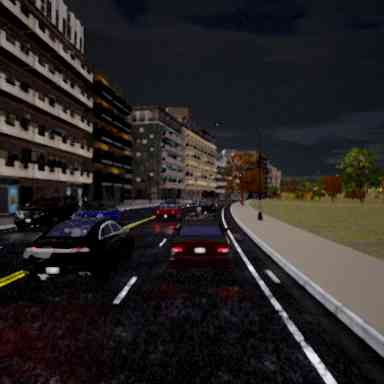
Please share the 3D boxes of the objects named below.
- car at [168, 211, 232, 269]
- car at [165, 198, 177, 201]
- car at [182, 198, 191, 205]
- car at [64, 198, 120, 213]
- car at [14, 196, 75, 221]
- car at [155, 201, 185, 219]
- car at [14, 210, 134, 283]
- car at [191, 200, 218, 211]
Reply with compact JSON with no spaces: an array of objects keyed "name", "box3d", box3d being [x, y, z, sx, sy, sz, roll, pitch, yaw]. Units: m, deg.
[{"name":"car","box3d":[0.289,1.579,11.197,2.033,1.411,5.357,0,0,2]},{"name":"car","box3d":[-4.288,1.923,67.240,2.033,1.411,5.357,0,0,9]},{"name":"car","box3d":[-1.079,1.893,66.724,1.812,1.442,4.674,0,0,9]},{"name":"car","box3d":[-5.995,1.415,21.133,2.097,1.767,4.553,0,0,3]},{"name":"car","box3d":[-9.241,1.286,21.794,2.150,2.045,5.566,0,0,3]},{"name":"car","box3d":[-2.010,1.706,29.666,1.895,1.301,4.718,0,0,4]},{"name":"car","box3d":[-3.004,1.518,9.763,2.128,1.511,4.902,0,0,2]},{"name":"car","box3d":[1.366,1.606,31.144,2.128,1.511,4.902,0,0,4]}]
